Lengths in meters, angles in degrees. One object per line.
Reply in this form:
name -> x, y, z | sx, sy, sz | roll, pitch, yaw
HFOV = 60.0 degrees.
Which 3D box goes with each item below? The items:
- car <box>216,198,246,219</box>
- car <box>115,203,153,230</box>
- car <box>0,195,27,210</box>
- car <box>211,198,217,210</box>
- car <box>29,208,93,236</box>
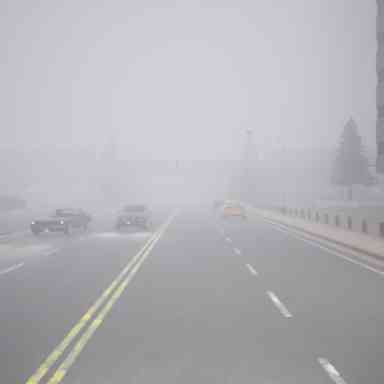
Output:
car -> 3.474, 1.448, 28.766 | 1.882, 1.535, 5.008 | 0, 0, 0
car -> -3.561, 1.510, 21.089 | 1.837, 1.490, 4.892 | 0, 0, 0
car -> -21.163, 1.145, 38.739 | 1.932, 1.855, 4.605 | 0, 0, 0
car -> 3.417, 1.437, 41.362 | 1.882, 1.535, 5.008 | 0, 0, 0
car -> -7.142, 1.593, 18.573 | 1.895, 1.301, 4.718 | 0, 0, 0
